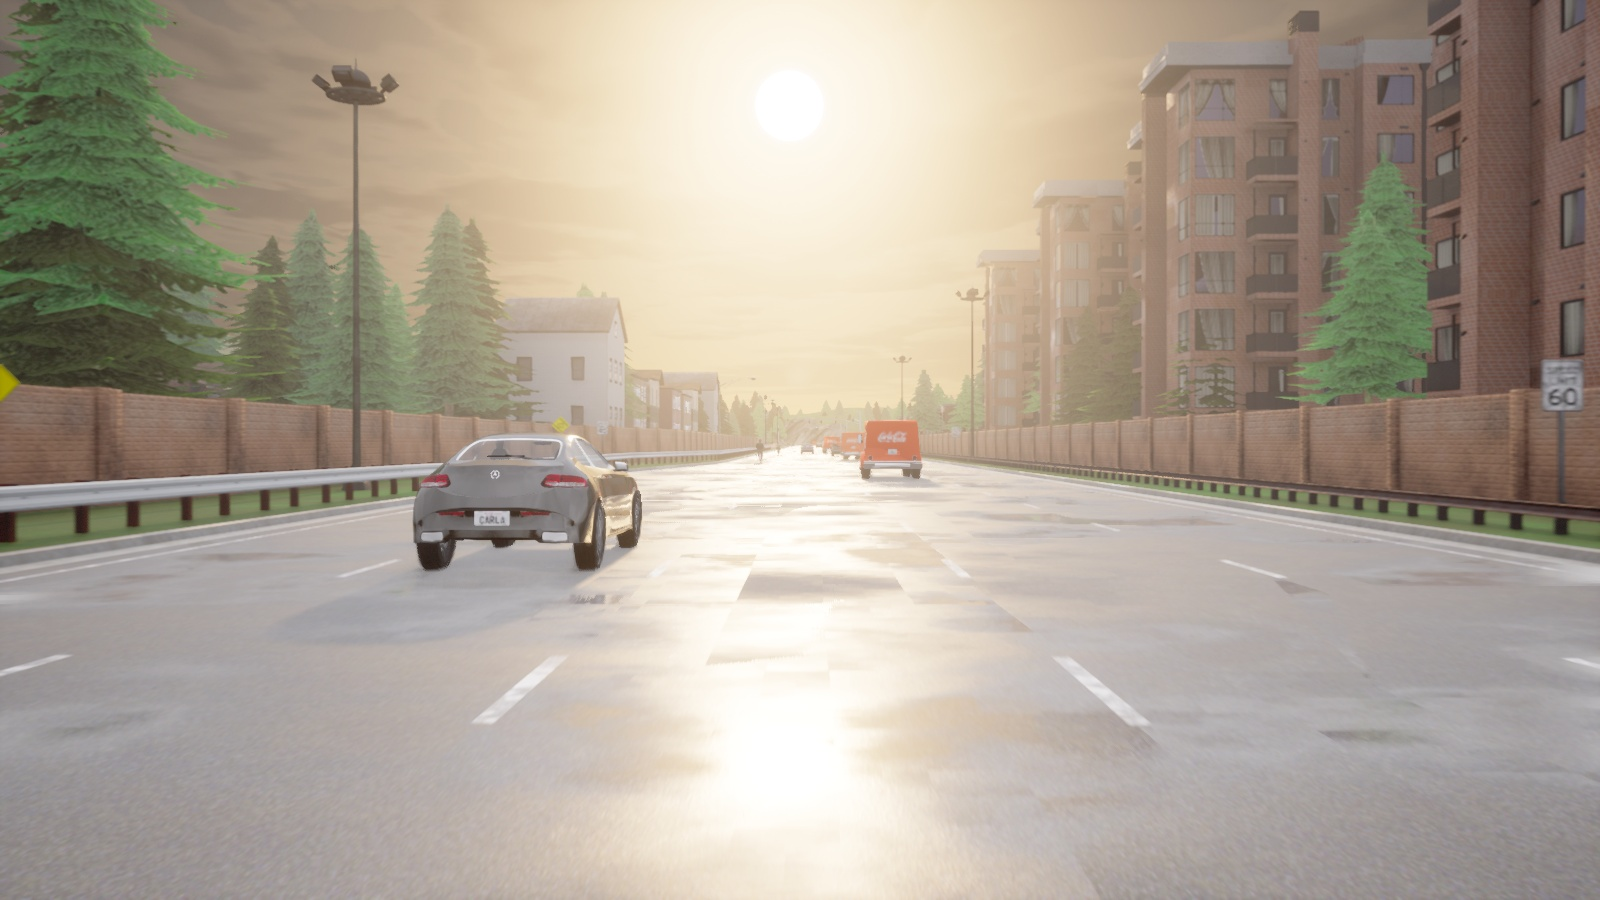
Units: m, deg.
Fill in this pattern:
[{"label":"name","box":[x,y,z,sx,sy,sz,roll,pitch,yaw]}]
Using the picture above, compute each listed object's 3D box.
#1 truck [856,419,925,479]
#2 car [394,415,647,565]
[{"label":"truck","box":[3.824,-0.042,54.231,2.627,2.467,5.204,0,0,0]},{"label":"car","box":[-3.391,0.430,16.384,2.152,1.651,5.027,0,0,0]}]
